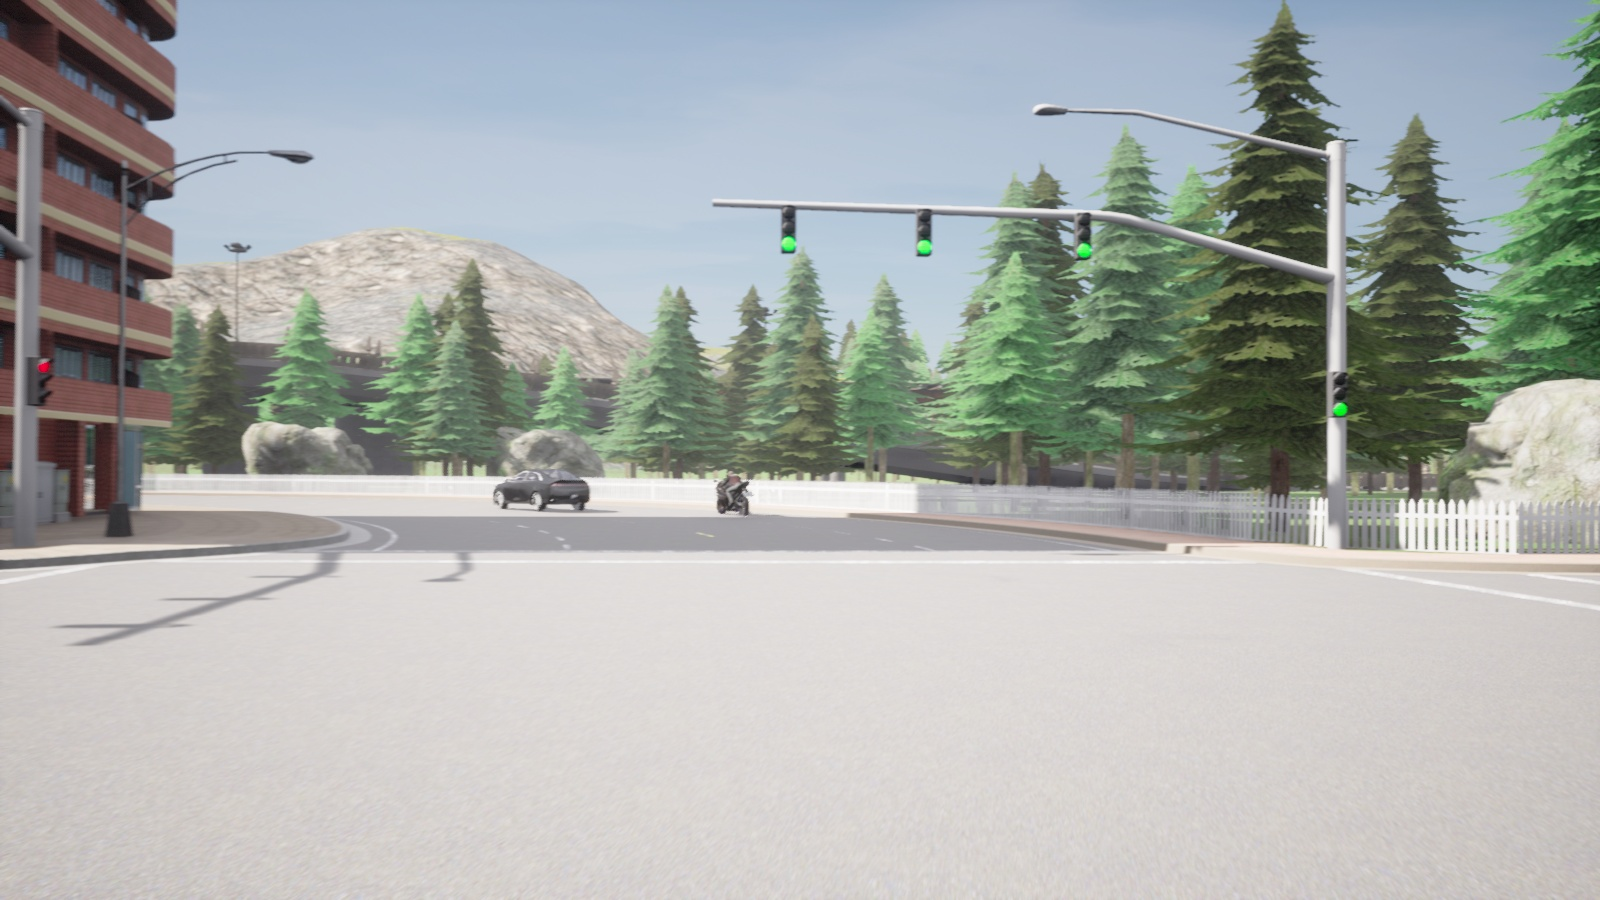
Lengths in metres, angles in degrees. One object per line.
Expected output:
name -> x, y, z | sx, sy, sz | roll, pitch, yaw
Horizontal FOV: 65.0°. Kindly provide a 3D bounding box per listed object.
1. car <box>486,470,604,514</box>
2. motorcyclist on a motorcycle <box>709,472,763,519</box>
car -> -9.385, 1.489, 45.951 | 2.128, 1.511, 4.902 | 1, -1, -40
motorcyclist on a motorcycle -> -2.175, 1.496, 42.223 | 0.866, 1.530, 2.191 | 0, -1, -31
